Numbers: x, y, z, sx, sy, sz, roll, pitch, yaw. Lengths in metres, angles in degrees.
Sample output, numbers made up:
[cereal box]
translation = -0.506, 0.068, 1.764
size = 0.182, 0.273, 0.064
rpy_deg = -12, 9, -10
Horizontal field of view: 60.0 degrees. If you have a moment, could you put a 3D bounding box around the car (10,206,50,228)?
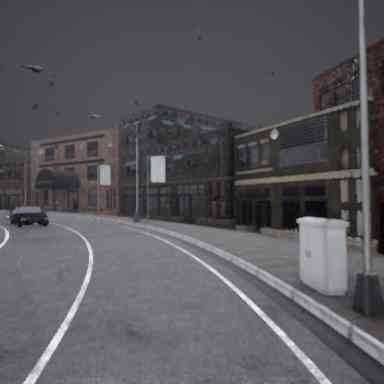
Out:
[car]
translation = -11.637, 1.680, 23.599
size = 2.033, 1.411, 5.357
rpy_deg = 0, -1, -36
